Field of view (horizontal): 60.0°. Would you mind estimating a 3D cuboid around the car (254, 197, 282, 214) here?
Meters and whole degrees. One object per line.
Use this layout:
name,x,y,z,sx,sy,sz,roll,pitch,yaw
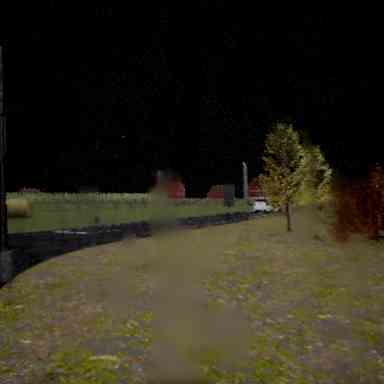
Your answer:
car,9.849,1.717,42.961,2.150,2.045,5.566,-2,-2,32
